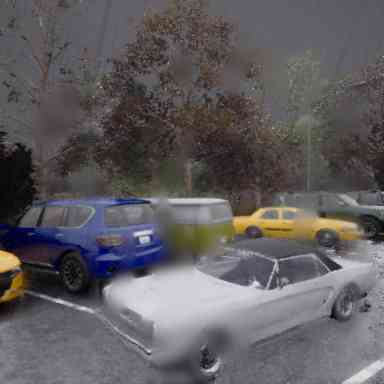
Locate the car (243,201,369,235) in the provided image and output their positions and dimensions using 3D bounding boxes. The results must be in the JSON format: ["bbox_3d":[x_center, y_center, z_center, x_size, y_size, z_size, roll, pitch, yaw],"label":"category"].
[{"bbox_3d":[4.171,1.294,13.943,5.366,1.575,1.946,-1,0,34],"label":"car"}]

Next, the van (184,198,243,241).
[{"bbox_3d":[-0.911,1.184,10.656,4.442,1.987,1.878,-1,0,35],"label":"van"}]

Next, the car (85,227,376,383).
[{"bbox_3d":[0.947,1.550,5.460,4.718,1.301,1.895,-1,1,-35],"label":"car"}]

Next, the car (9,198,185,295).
[{"bbox_3d":[-3.249,1.209,8.895,5.566,2.045,2.435,-1,0,34],"label":"car"}]

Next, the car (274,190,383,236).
[{"bbox_3d":[6.444,0.994,15.737,5.566,2.045,2.435,-1,0,35],"label":"car"}]

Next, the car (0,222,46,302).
[{"bbox_3d":[-5.630,1.510,7.170,5.008,1.535,2.097,-1,0,34],"label":"car"}]
